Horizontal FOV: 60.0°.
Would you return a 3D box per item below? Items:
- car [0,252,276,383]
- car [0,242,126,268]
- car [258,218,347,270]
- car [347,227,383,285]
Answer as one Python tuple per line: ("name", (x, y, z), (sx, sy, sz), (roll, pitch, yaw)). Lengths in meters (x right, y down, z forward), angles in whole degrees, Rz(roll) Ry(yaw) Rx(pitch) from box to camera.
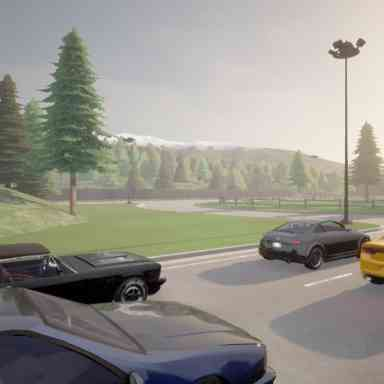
("car", (-1.763, 1.547, 2.488), (5.357, 1.411, 2.033), (0, 0, -36))
("car", (-2.855, 1.601, 6.011), (4.718, 1.301, 1.895), (0, 0, -36))
("car", (4.204, 1.564, 11.154), (4.181, 1.385, 1.994), (0, 0, -35))
("car", (6.183, 1.478, 8.265), (5.008, 1.535, 1.882), (0, 0, -35))
